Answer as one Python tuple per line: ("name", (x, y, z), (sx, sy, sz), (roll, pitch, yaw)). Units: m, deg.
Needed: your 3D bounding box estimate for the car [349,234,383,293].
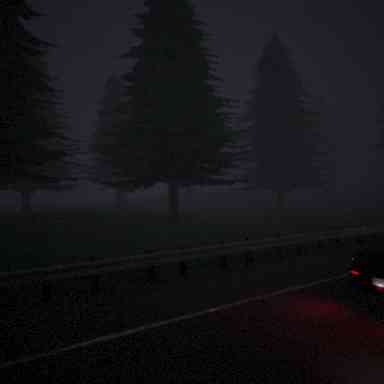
("car", (5.338, 1.457, 7.307), (4.674, 1.442, 1.812), (-1, 0, -34))
